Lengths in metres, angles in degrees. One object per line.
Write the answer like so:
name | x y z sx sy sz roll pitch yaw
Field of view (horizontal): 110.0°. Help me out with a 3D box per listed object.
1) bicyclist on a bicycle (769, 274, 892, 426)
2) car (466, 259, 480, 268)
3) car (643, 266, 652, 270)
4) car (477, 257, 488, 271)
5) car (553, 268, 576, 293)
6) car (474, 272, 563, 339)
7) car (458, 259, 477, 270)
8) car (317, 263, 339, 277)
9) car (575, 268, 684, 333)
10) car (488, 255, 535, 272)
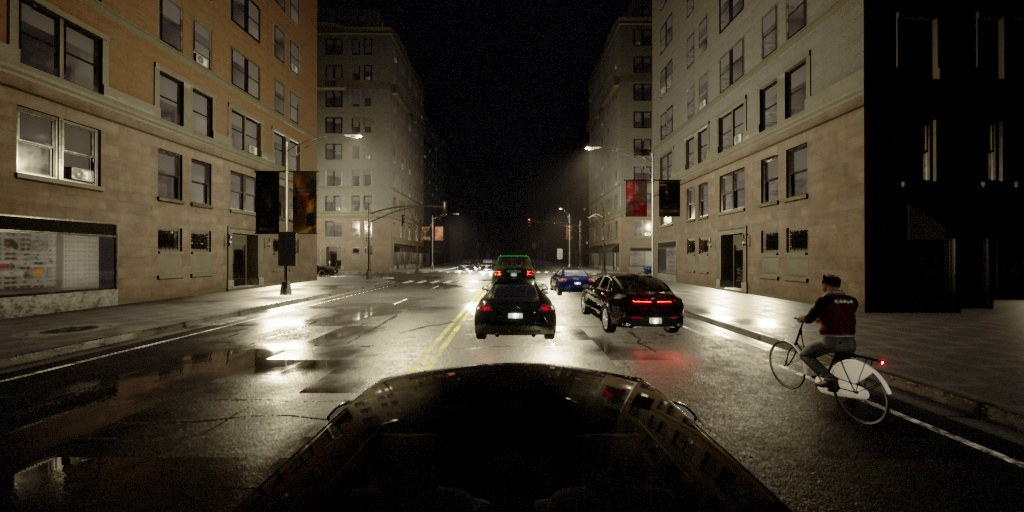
bicyclist on a bicycle | 4.140 1.121 4.857 0.659 1.776 1.843 0 0 0
car | -6.641 1.276 61.312 1.837 1.490 4.892 0 0 0
car | 16.364 1.291 37.639 5.008 1.535 1.882 0 0 0
car | -3.396 1.259 51.046 2.128 1.511 4.902 0 0 0
car | 3.229 1.318 19.644 1.994 1.385 4.181 0 0 0
car | 0.087 1.315 10.082 1.994 1.385 4.181 0 0 0
car | -6.644 1.294 52.302 1.812 1.442 4.674 0 0 0
car | -19.173 1.300 34.793 4.181 1.385 1.994 0 0 0
car | 3.336 1.256 10.748 1.837 1.490 4.892 0 0 0
car | 0.080 0.975 19.495 2.150 2.045 5.566 0 0 0
